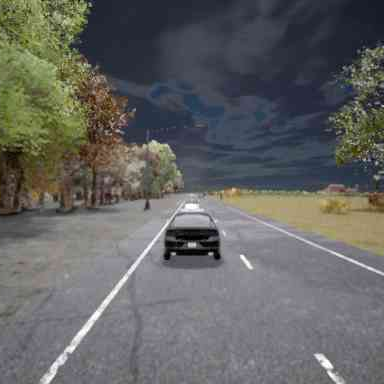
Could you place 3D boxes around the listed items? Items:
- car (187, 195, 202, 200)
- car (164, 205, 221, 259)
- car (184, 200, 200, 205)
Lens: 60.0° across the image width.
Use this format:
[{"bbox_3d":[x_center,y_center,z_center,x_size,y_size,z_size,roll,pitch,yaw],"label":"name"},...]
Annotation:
[{"bbox_3d":[0.009,1.579,49.827,2.033,1.411,5.357,0,0,0],"label":"car"},{"bbox_3d":[0.004,1.490,12.735,1.882,1.535,5.008,0,0,0],"label":"car"},{"bbox_3d":[0.005,1.627,27.927,1.895,1.301,4.718,0,0,0],"label":"car"}]
